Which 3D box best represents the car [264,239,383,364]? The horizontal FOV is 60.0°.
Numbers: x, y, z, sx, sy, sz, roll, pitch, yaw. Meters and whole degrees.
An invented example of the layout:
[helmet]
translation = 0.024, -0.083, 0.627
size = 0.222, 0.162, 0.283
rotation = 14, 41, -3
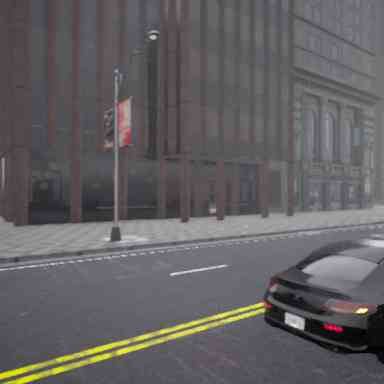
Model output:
[car]
translation = 3.238, 1.555, 5.738
size = 4.674, 1.442, 1.812
rotation = 0, 0, -35
